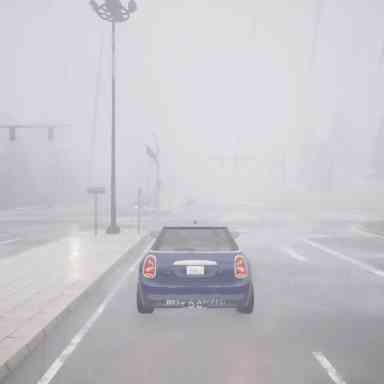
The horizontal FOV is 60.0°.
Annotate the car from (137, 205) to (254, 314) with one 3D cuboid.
[{"bbox_3d":[0.071,1.352,7.796,2.097,1.767,4.553,0,0,0],"label":"car"}]

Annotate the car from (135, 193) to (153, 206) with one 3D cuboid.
[{"bbox_3d":[-8.266,1.352,55.975,2.097,1.767,4.553,0,0,-1],"label":"car"}]

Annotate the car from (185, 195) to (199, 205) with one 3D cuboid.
[{"bbox_3d":[-0.157,1.526,54.615,1.812,1.442,4.674,0,0,-1],"label":"car"}]

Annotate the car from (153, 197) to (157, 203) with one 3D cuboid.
[{"bbox_3d":[-8.364,1.547,65.589,2.033,1.411,5.357,0,0,0],"label":"car"}]
